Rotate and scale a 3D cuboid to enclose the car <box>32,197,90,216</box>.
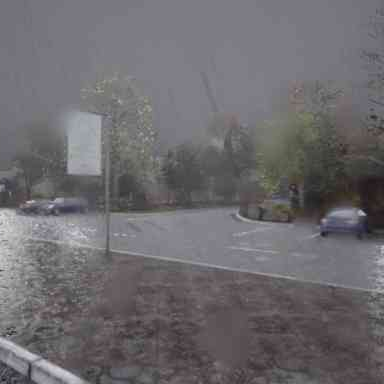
[{"bbox_3d":[-11.912,1.245,31.097,2.185,1.767,4.553,0,0,35],"label":"car"}]

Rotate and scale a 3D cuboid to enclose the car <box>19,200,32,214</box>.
[{"bbox_3d":[-14.534,1.403,32.880,2.002,1.452,4.674,0,0,35],"label":"car"}]

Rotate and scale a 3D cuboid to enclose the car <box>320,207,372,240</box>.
[{"bbox_3d":[7.874,1.481,16.928,2.002,1.452,4.674,0,0,36],"label":"car"}]
